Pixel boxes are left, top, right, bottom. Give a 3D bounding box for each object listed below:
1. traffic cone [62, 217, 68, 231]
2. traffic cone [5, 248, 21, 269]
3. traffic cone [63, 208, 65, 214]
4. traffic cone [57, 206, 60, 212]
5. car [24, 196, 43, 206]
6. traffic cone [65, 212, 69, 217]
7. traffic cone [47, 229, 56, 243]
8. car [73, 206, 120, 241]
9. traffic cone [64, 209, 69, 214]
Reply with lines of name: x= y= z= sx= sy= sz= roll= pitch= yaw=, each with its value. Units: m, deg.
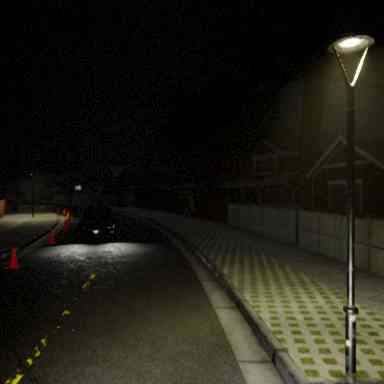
traffic cone: x=-7.345 y=1.931 z=19.285 sx=0.340 sy=0.580 sz=0.340 roll=0 pitch=0 yaw=-16
traffic cone: x=-5.280 y=1.944 z=9.820 sx=0.340 sy=0.580 sz=0.340 roll=0 pitch=0 yaw=-9
traffic cone: x=-12.591 y=1.912 z=32.823 sx=0.340 sy=0.580 sz=0.340 roll=0 pitch=0 yaw=-27
traffic cone: x=-14.887 y=1.905 z=37.091 sx=0.340 sy=0.580 sz=0.340 roll=0 pitch=0 yaw=-30
car: x=-25.641 y=1.443 z=53.540 sx=1.812 sy=1.442 sz=4.674 roll=0 pitch=0 yaw=-39
traffic cone: x=-8.813 y=1.925 z=23.903 sx=0.340 sy=0.580 sz=0.340 roll=0 pitch=0 yaw=-19
traffic cone: x=-6.166 y=1.937 z=14.585 sx=0.340 sy=0.580 sz=0.340 roll=0 pitch=0 yaw=-12
car: x=-4.771 y=1.483 z=16.820 sx=1.837 sy=1.490 sz=4.892 roll=0 pitch=0 yaw=-14
traffic cone: x=-10.564 y=1.919 z=28.422 sx=0.340 sy=0.580 sz=0.340 roll=0 pitch=0 yaw=-23
